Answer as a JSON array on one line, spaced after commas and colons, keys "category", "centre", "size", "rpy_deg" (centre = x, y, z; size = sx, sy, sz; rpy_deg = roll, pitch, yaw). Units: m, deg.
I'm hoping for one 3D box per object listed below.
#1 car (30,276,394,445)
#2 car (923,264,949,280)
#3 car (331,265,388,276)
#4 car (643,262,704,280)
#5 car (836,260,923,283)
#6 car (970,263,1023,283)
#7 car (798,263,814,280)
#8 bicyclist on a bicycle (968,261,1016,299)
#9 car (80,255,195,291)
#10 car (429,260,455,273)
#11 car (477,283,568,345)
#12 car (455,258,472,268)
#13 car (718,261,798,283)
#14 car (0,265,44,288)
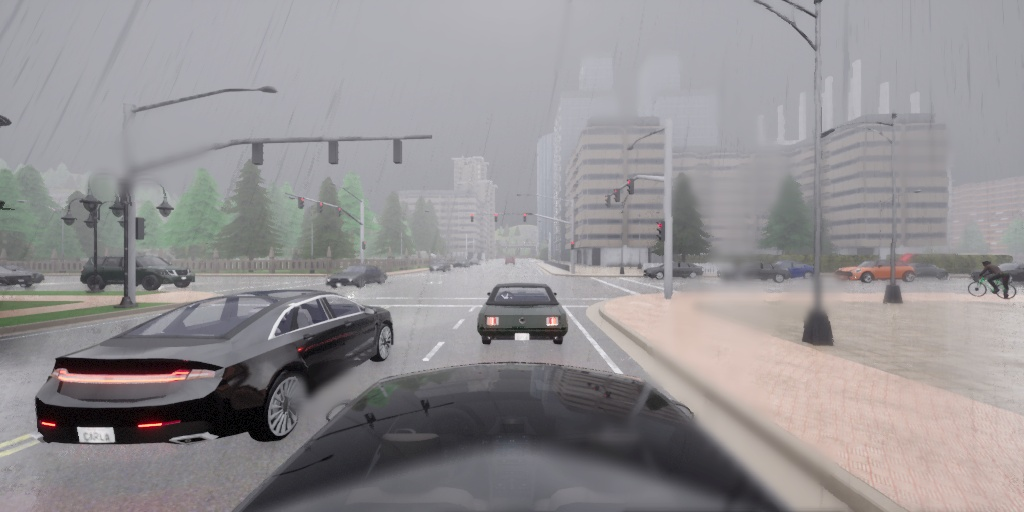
[{"category": "car", "centre": [-3.330, 1.242, 5.343], "size": [2.128, 1.511, 4.902], "rpy_deg": [0, 0, 1]}, {"category": "car", "centre": [34.032, 1.313, 30.417], "size": [4.181, 1.385, 1.994], "rpy_deg": [0, 0, 2]}, {"category": "car", "centre": [-9.945, 1.297, 23.518], "size": [2.033, 1.411, 5.357], "rpy_deg": [0, 0, 3]}, {"category": "car", "centre": [13.962, 1.255, 31.089], "size": [4.892, 1.490, 1.837], "rpy_deg": [0, 0, 2]}, {"category": "car", "centre": [27.416, 1.102, 27.140], "size": [4.553, 1.767, 2.097], "rpy_deg": [0, 0, 2]}, {"category": "car", "centre": [37.528, 1.228, 26.794], "size": [5.008, 1.535, 1.882], "rpy_deg": [0, 0, 2]}, {"category": "car", "centre": [23.310, 1.227, 30.780], "size": [5.008, 1.535, 1.882], "rpy_deg": [0, 0, 2]}, {"category": "bicyclist on a bicycle", "centre": [21.181, 1.051, 15.859], "size": [0.582, 1.620, 1.656], "rpy_deg": [0, 0, 2]}, {"category": "car", "centre": [-22.429, 0.971, 21.581], "size": [5.566, 2.045, 2.150], "rpy_deg": [0, 0, 2]}, {"category": "car", "centre": [-8.864, 1.238, 44.327], "size": [2.128, 1.511, 4.902], "rpy_deg": [0, 0, 2]}, {"category": "car", "centre": [0.263, 1.351, 9.494], "size": [1.895, 1.301, 4.718], "rpy_deg": [0, 0, 1]}, {"category": "car", "centre": [-8.369, 1.103, 58.510], "size": [2.097, 1.767, 4.553], "rpy_deg": [0, 0, 2]}, {"category": "car", "centre": [18.483, 1.255, 27.438], "size": [4.892, 1.490, 1.837], "rpy_deg": [0, 0, 2]}, {"category": "car", "centre": [-32.415, 1.228, 21.939], "size": [5.008, 1.535, 1.882], "rpy_deg": [0, 0, 2]}]
